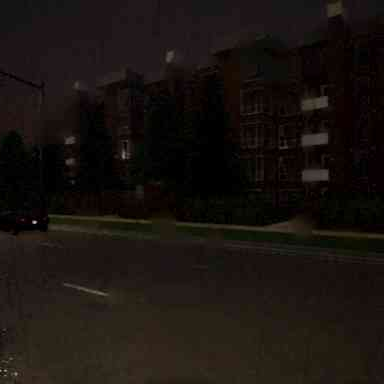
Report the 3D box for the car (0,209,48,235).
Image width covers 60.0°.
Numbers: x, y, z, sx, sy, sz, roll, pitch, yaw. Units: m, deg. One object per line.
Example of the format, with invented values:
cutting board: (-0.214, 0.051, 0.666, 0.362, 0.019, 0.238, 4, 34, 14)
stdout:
car: (-10.517, 1.692, 19.982, 4.181, 1.385, 1.994, 0, 0, 36)
